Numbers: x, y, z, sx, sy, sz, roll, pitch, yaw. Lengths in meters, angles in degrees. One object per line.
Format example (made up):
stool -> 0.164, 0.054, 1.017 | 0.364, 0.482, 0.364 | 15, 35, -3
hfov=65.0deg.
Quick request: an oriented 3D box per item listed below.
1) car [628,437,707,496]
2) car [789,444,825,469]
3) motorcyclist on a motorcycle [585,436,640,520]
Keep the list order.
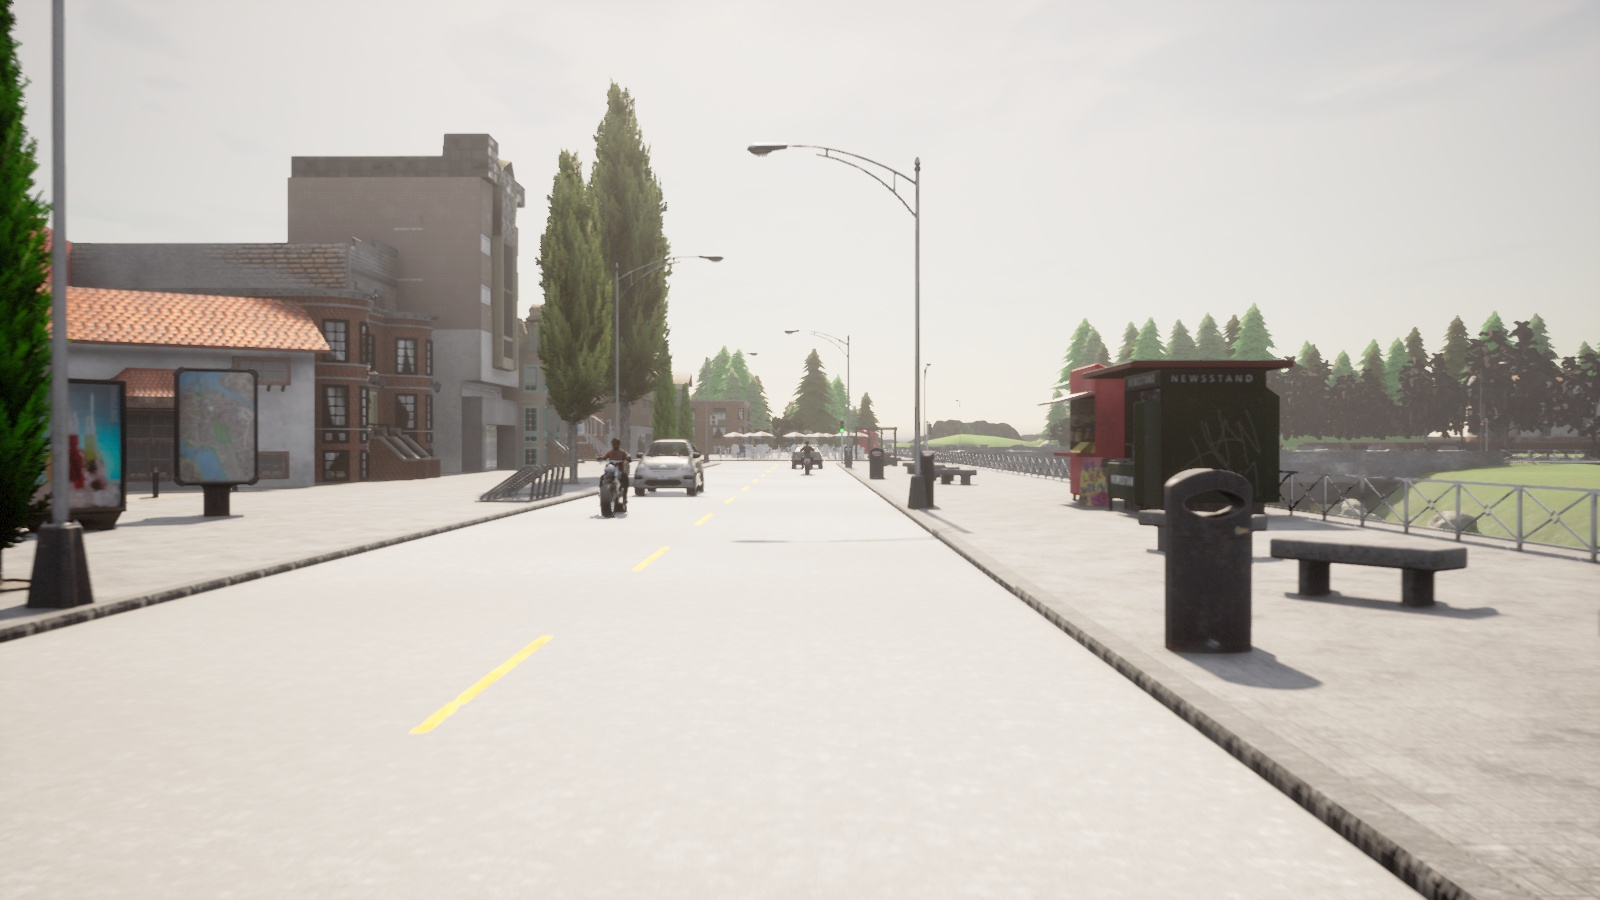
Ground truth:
car -> -3.782, 0.436, 36.511 | 1.851, 1.617, 3.988 | 0, 0, 0
car -> 0.425, 0.377, 74.039 | 2.033, 1.411, 5.357 | 0, 0, 0
motorcyclist on a motorcycle -> -3.841, 0.548, 25.837 | 0.766, 1.649, 2.350 | 0, 0, 0
